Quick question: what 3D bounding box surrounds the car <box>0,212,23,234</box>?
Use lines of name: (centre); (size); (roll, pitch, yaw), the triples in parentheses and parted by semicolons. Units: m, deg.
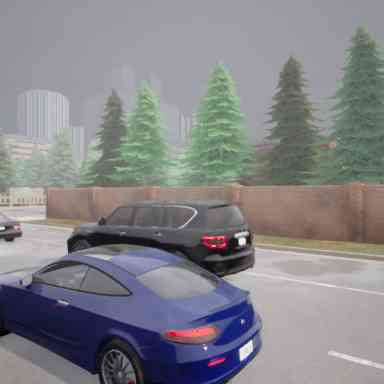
car: (-9.773, 1.547, 15.275); (5.357, 1.411, 2.033); (0, 0, 39)

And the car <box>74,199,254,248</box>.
car: (-1.043, 1.219, 9.049); (5.566, 2.045, 2.150); (0, 0, 36)

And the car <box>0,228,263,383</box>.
car: (-1.283, 1.526, 4.920); (4.674, 1.442, 1.812); (0, 0, 36)
